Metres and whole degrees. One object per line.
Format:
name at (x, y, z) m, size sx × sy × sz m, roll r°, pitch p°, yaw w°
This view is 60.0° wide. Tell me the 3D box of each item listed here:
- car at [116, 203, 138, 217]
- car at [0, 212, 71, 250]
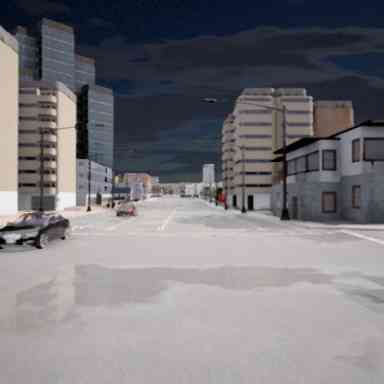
car at (-8.022, 2.173, 41.115) m, size 2.097 × 1.767 × 4.553 m, roll 0°, pitch -2°, yaw -2°
car at (-7.230, 1.724, 15.621) m, size 2.128 × 1.511 × 4.902 m, roll 0°, pitch -1°, yaw -2°
